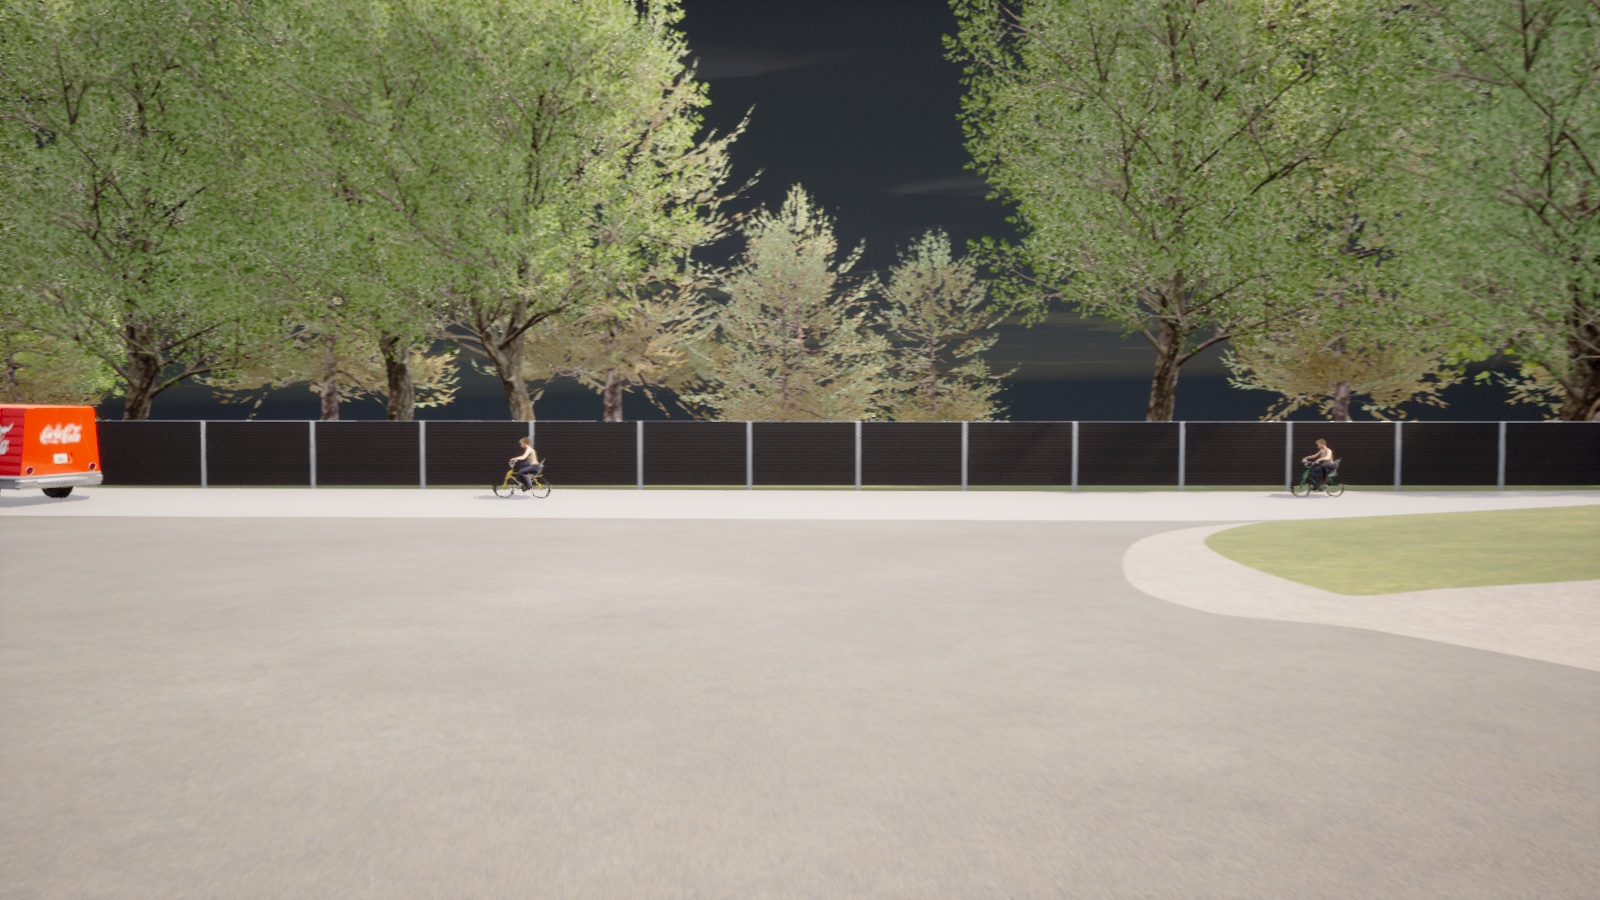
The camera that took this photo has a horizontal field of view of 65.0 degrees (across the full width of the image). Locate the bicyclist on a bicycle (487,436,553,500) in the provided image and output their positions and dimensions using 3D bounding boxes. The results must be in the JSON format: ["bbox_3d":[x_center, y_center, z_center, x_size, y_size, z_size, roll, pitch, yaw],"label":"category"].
[{"bbox_3d":[-7.329,0.472,32.901,1.509,1.612,0.866,0,3,1],"label":"bicyclist on a bicycle"}]

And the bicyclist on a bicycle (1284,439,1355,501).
[{"bbox_3d":[14.082,0.525,34.065,1.509,1.612,0.866,0,3,-5],"label":"bicyclist on a bicycle"}]

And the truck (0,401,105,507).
[{"bbox_3d":[-20.866,0.013,31.997,5.204,2.467,2.627,1,3,17],"label":"truck"}]
